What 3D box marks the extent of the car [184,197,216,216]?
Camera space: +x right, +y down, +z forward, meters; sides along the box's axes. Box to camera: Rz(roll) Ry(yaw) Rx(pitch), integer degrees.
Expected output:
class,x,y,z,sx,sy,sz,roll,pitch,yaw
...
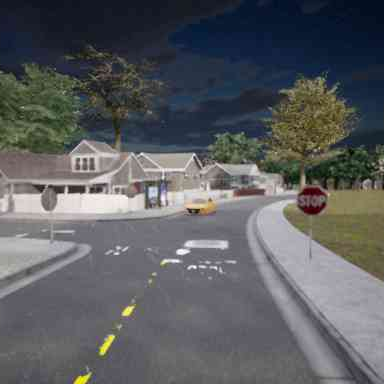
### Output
class,x,y,z,sx,sy,sz,roll,pitch,yaw
car,0.758,1.163,28.401,1.882,1.535,5.008,1,2,15
